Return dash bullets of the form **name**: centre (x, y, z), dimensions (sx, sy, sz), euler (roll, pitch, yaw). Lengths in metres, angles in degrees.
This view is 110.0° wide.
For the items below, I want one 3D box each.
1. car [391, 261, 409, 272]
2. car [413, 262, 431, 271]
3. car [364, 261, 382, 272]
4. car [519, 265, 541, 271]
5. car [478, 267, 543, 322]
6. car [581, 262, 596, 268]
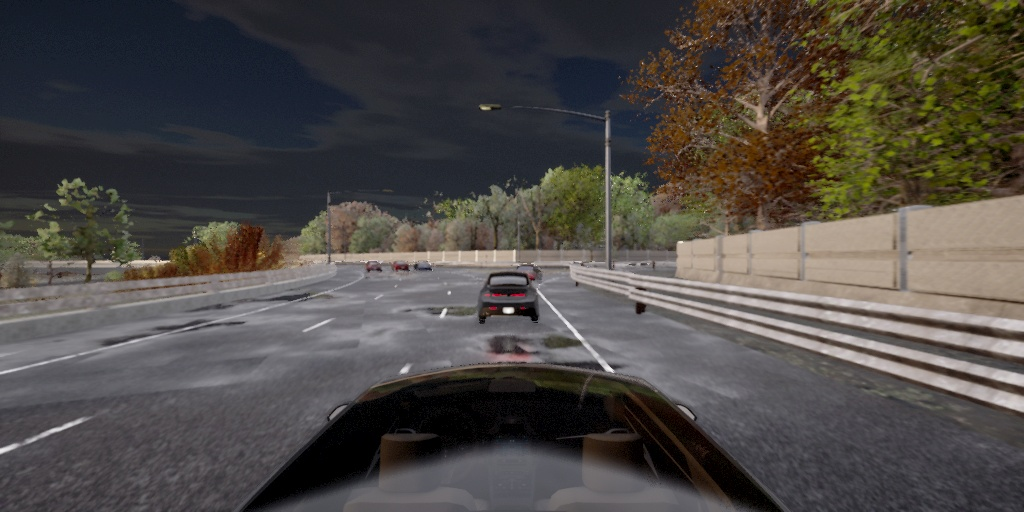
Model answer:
- **car**: centre (-16.153, 1.440, 51.600), dimensions (1.882, 1.535, 5.008), euler (0, 0, -27)
- **car**: centre (-13.707, 1.528, 54.420), dimensions (1.994, 1.385, 4.181), euler (0, 0, -28)
- **car**: centre (-19.848, 1.498, 51.106), dimensions (1.812, 1.442, 4.674), euler (0, 0, -28)
- **car**: centre (1.317, 1.400, 29.349), dimensions (1.994, 1.385, 4.181), euler (0, 0, 14)
- **car**: centre (-0.122, 1.289, 12.438), dimensions (1.837, 1.490, 4.892), euler (0, 0, -1)
- **car**: centre (9.462, 1.425, 44.843), dimensions (1.994, 1.385, 4.181), euler (0, 0, 41)
